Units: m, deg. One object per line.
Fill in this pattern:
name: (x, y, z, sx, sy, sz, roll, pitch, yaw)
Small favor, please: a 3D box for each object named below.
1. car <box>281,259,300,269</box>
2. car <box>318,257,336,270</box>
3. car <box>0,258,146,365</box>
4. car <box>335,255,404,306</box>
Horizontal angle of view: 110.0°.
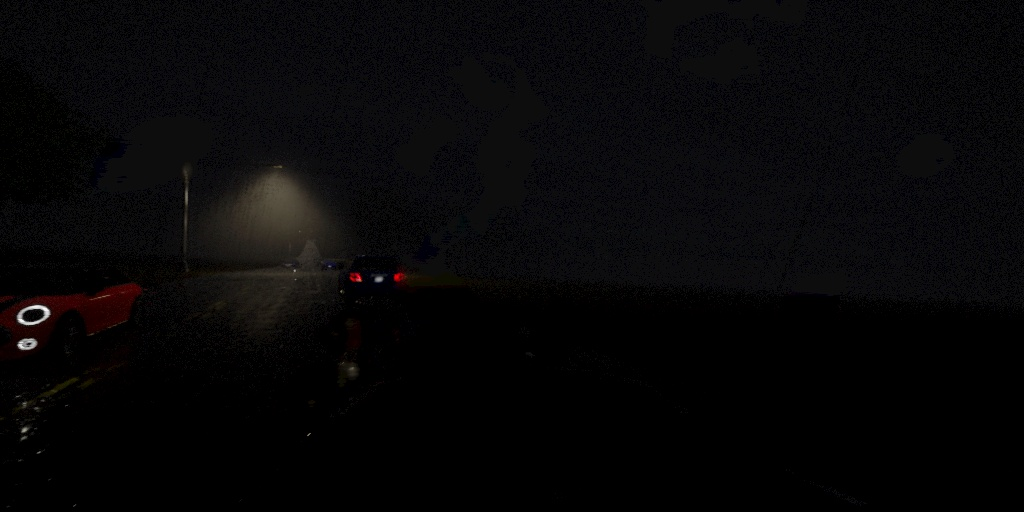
car: (-31.989, 1.089, 51.940, 1.812, 1.442, 4.674, 2, -1, -23)
car: (-25.170, 1.206, 49.324, 1.812, 1.442, 4.674, 2, -1, -29)
car: (-9.406, 0.935, 7.089, 2.097, 1.767, 4.553, 2, -1, -29)
car: (-6.359, 0.972, 15.952, 2.150, 2.045, 5.566, 2, -1, -29)
